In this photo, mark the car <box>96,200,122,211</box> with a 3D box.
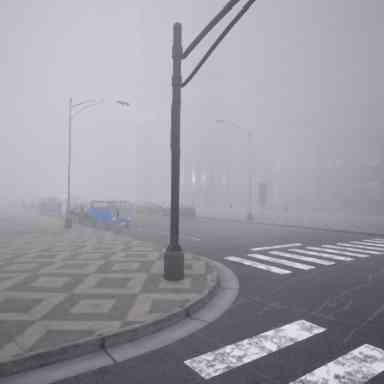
[{"bbox_3d":[-11.110,1.754,44.358,1.752,1.417,4.829,1,-1,-35],"label":"car"}]

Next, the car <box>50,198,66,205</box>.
[{"bbox_3d":[-26.967,1.886,66.774,2.008,1.369,4.403,1,-1,-35],"label":"car"}]

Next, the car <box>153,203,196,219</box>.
[{"bbox_3d":[-1.439,1.710,30.687,1.887,1.381,4.507,1,-1,-35],"label":"car"}]

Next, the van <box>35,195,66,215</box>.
[{"bbox_3d":[-14.810,1.398,34.790,1.690,1.788,3.998,1,-1,-35],"label":"van"}]

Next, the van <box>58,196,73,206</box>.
[{"bbox_3d":[-23.774,1.655,62.265,1.690,1.788,3.998,1,-1,-35],"label":"van"}]

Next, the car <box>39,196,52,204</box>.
[{"bbox_3d":[-33.348,1.819,75.797,1.967,1.590,4.097,1,-1,-35],"label":"car"}]

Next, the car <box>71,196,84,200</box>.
[{"bbox_3d":[-17.394,1.816,53.241,1.887,1.381,4.507,1,-1,-35],"label":"car"}]

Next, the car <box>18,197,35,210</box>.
[{"bbox_3d":[-21.190,1.681,43.811,1.802,1.307,4.206,1,-1,-35],"label":"car"}]

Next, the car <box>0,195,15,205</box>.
[{"bbox_3d":[-37.036,1.731,66.231,1.752,1.417,4.829,1,-1,-35],"label":"car"}]

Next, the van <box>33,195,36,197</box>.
[{"bbox_3d":[-36.537,1.741,80.308,1.690,1.788,3.998,1,-1,-35],"label":"van"}]

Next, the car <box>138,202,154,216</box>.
[{"bbox_3d":[-4.630,1.731,35.198,1.887,1.381,4.507,1,-1,-35],"label":"car"}]

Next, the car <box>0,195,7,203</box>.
[{"bbox_3d":[-43.510,1.565,75.395,2.192,1.841,5.009,1,-1,-35],"label":"car"}]

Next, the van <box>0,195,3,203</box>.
[{"bbox_3d":[-46.699,1.613,79.907,1.690,1.788,3.998,1,-1,-35],"label":"van"}]

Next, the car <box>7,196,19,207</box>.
[{"bbox_3d":[-27.568,1.693,52.834,2.008,1.369,4.403,1,-1,-35],"label":"car"}]

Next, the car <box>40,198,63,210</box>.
[{"bbox_3d":[-19.701,1.658,46.512,1.837,1.490,4.892,1,-1,-35],"label":"car"}]

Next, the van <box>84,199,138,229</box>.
[{"bbox_3d":[-5.243,1.336,21.255,1.690,1.788,3.998,1,-1,-35],"label":"van"}]

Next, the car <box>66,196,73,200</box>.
[{"bbox_3d":[-20.582,1.608,57.755,2.192,1.841,5.009,1,-1,-35],"label":"car"}]

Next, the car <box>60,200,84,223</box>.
[{"bbox_3d":[-8.434,1.559,25.764,1.887,1.381,4.507,1,-1,-35],"label":"car"}]

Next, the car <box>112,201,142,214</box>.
[{"bbox_3d":[-7.821,1.752,39.709,1.887,1.381,4.507,1,-1,-35],"label":"car"}]
